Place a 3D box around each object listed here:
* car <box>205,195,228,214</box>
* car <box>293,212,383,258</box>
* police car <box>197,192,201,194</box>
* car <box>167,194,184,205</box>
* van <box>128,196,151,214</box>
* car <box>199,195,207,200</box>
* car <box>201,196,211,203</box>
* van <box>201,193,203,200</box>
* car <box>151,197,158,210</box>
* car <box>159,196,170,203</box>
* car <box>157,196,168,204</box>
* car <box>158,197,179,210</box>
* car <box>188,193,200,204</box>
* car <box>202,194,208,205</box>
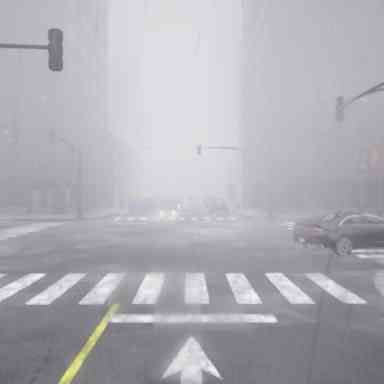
[{"bbox_3d":[2.777,1.445,35.719,1.967,1.590,4.097,0,0,0],"label":"car"},{"bbox_3d":[6.222,1.506,12.646,4.902,1.511,2.128,0,-1,-19],"label":"car"},{"bbox_3d":[2.635,1.428,81.825,1.930,1.638,5.238,0,0,0],"label":"police car"},{"bbox_3d":[-2.864,1.571,58.517,1.994,1.385,4.181,0,0,1],"label":"car"},{"bbox_3d":[-5.749,1.346,35.747,1.690,1.788,3.998,0,0,0],"label":"van"},{"bbox_3d":[2.973,1.565,92.412,1.947,1.339,4.313,0,0,0],"label":"car"},{"bbox_3d":[2.895,1.557,69.735,2.008,1.369,4.403,0,0,0],"label":"car"},{"bbox_3d":[2.855,1.349,58.396,1.690,1.788,3.998,0,0,0],"label":"van"},{"bbox_3d":[-5.730,1.446,41.415,1.967,1.590,4.097,0,0,0],"label":"car"},{"bbox_3d":[-5.631,1.572,69.756,1.947,1.339,4.313,0,0,0],"label":"car"},{"bbox_3d":[-5.651,1.532,63.918,1.752,1.417,4.829,0,0,0],"label":"car"},{"bbox_3d":[-2.962,1.607,41.992,1.895,1.301,4.718,0,0,0],"label":"car"},{"bbox_3d":[0.216,1.532,66.121,1.812,1.442,4.674,0,0,0],"label":"car"},{"bbox_3d":[2.816,1.447,47.057,1.967,1.590,4.097,0,0,0],"label":"car"}]
